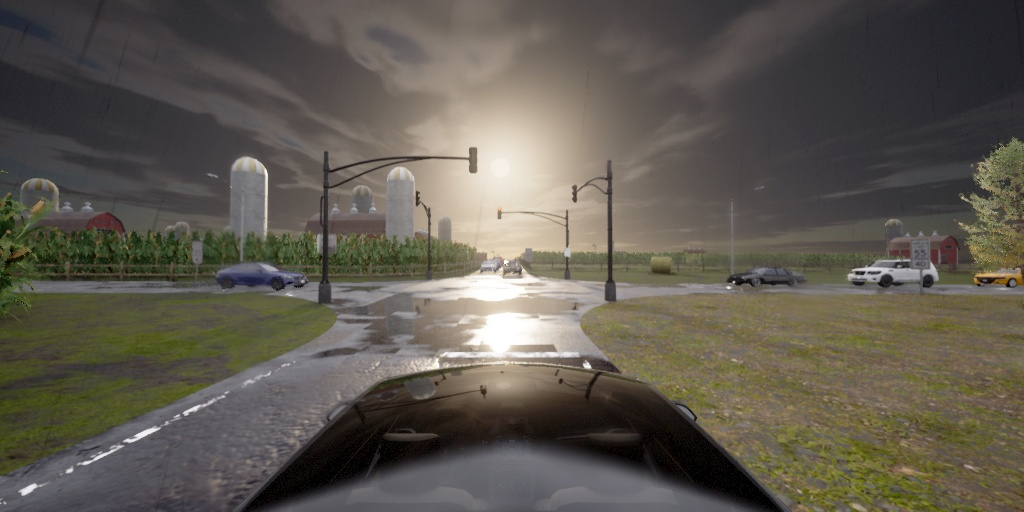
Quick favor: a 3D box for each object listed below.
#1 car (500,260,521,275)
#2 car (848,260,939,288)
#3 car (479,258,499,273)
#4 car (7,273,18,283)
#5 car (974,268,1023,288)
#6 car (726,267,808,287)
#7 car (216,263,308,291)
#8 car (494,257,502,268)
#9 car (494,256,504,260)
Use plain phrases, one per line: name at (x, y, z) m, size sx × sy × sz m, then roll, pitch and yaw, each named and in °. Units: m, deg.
car at (0.051, 1.367, 38.533) m, size 1.895 × 1.301 × 4.718 m, roll 0°, pitch 0°, yaw 1°
car at (28.660, 1.282, 27.005) m, size 5.566 × 2.045 × 2.150 m, roll 1°, pitch -1°, yaw -4°
car at (-2.818, 1.297, 43.367) m, size 1.812 × 1.442 × 4.674 m, roll 0°, pitch 0°, yaw -1°
car at (-30.279, 1.073, 19.483) m, size 4.718 × 1.301 × 1.895 m, roll 0°, pitch -1°, yaw -3°
car at (38.842, 1.635, 27.759) m, size 5.008 × 1.535 × 1.882 m, roll 1°, pitch -1°, yaw -5°
car at (18.675, 1.515, 26.296) m, size 5.357 × 1.411 × 2.033 m, roll 1°, pitch -1°, yaw -8°
car at (-13.817, 1.120, 19.905) m, size 4.674 × 1.442 × 1.812 m, roll 0°, pitch -1°, yaw 5°
car at (-2.872, 1.306, 52.524) m, size 1.812 × 1.442 × 4.674 m, roll 0°, pitch 0°, yaw 0°
car at (-2.890, 1.272, 62.545) m, size 1.882 × 1.535 × 5.008 m, roll 0°, pitch 0°, yaw 0°
